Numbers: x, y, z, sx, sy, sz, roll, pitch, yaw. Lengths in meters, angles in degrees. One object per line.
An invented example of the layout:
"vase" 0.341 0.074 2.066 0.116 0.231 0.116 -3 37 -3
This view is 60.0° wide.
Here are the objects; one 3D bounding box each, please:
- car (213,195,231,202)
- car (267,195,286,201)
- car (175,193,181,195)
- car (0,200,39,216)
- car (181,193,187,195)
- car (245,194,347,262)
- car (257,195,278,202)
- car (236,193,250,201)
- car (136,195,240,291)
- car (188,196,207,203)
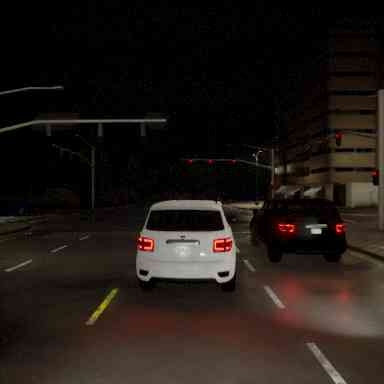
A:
"car" 7.252 1.493 79.977 1.837 1.490 4.892 0 0 42
"car" 21.885 1.517 86.292 4.674 1.442 1.812 0 0 -22
"car" -3.314 1.348 51.937 2.097 1.767 4.553 0 0 3
"car" -17.922 1.530 33.027 5.008 1.535 1.882 0 0 -1
"car" -2.229 1.216 61.757 2.150 2.045 5.566 0 0 14
"car" 3.584 1.220 12.222 2.150 2.045 5.566 0 0 0
"car" 18.243 1.533 80.268 5.357 1.411 2.033 0 0 -33
"car" 13.115 1.218 80.779 5.566 2.045 2.150 0 0 -41
"car" 0.021 1.221 9.198 2.150 2.045 5.566 0 0 4
"car" 1.252 1.534 71.505 2.033 1.411 5.357 0 0 27
